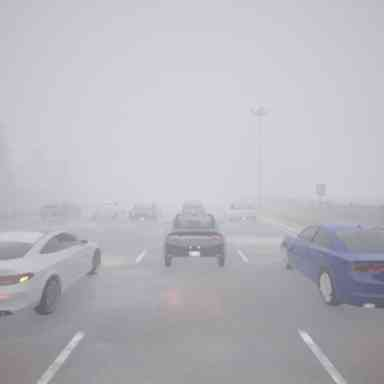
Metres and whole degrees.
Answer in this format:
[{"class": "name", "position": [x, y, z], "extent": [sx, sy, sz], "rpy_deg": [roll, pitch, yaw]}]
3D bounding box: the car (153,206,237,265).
[{"class": "car", "position": [0.085, 1.452, 11.454], "extent": [2.128, 1.511, 4.902], "rpy_deg": [0, 0, 0]}]

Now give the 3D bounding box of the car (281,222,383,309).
[{"class": "car", "position": [3.571, 1.450, 7.950], "extent": [1.882, 1.535, 5.008], "rpy_deg": [0, 0, 0]}]

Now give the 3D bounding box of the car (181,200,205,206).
[{"class": "car", "position": [0.090, 1.381, 28.278], "extent": [1.882, 1.535, 5.008], "rpy_deg": [0, 0, 0]}]

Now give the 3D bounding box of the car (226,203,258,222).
[{"class": "car", "position": [3.583, 1.516, 25.058], "extent": [1.895, 1.301, 4.718], "rpy_deg": [0, 0, 0]}]

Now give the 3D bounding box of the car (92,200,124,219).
[{"class": "car", "position": [-6.909, 1.431, 27.701], "extent": [1.812, 1.442, 4.674], "rpy_deg": [0, 0, 0]}]

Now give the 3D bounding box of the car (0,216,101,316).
[{"class": "car", "position": [-3.431, 1.500, 7.335], "extent": [1.812, 1.442, 4.674], "rpy_deg": [0, 0, 0]}]

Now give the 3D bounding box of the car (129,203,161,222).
[{"class": "car", "position": [-3.417, 1.515, 25.059], "extent": [1.895, 1.301, 4.718], "rpy_deg": [0, 0, 0]}]

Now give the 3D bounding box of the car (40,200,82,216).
[{"class": "car", "position": [-10.414, 1.400, 26.706], "extent": [2.128, 1.511, 4.902], "rpy_deg": [0, 0, 0]}]
